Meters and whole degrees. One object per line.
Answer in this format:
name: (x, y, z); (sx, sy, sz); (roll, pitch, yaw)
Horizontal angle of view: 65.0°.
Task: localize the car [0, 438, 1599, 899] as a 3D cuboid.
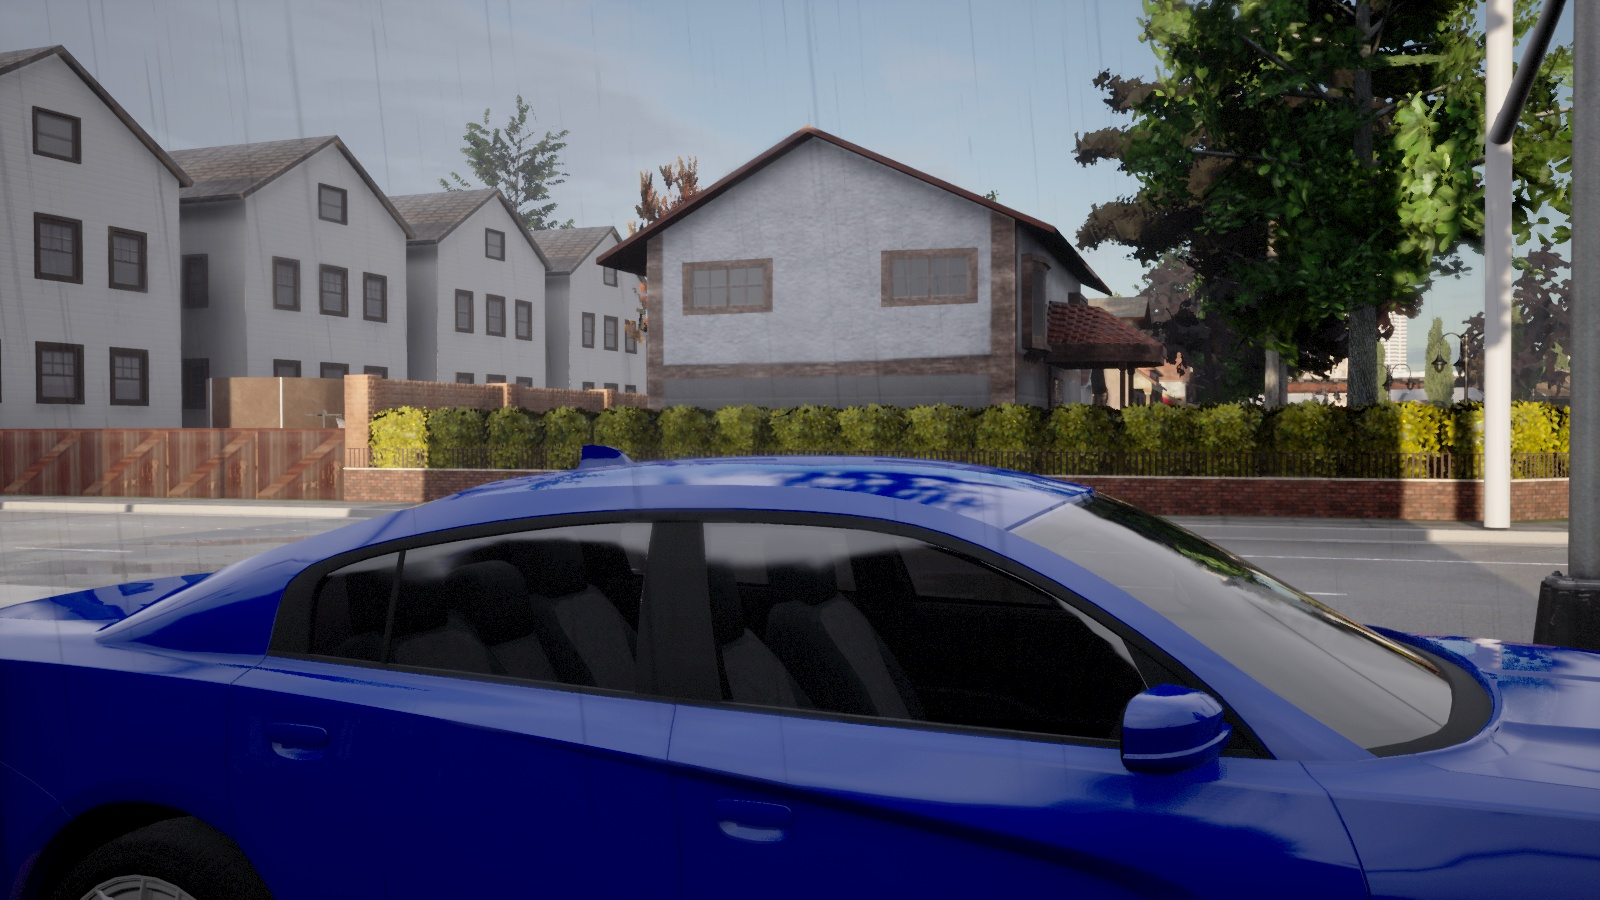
car: (0.253, 0.755, 3.108); (5.008, 1.535, 1.882); (1, 1, 19)
